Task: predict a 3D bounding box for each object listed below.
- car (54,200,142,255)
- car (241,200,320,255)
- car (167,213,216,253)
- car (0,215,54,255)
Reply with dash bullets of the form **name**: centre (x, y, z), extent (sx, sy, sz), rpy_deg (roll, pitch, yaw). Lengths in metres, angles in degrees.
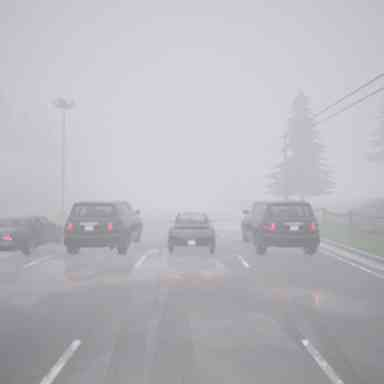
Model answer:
- **car**: centre (-3.508, 1.348, 14.021), extent (2.150, 2.045, 5.566), rpy_deg (0, 0, 0)
- **car**: centre (3.492, 1.349, 14.034), extent (2.150, 2.045, 5.566), rpy_deg (0, 0, 0)
- **car**: centre (-0.006, 1.627, 14.289), extent (2.128, 1.511, 4.902), rpy_deg (0, 0, 0)
- **car**: centre (-7.008, 1.679, 13.980), extent (2.033, 1.411, 5.357), rpy_deg (0, -1, 0)
